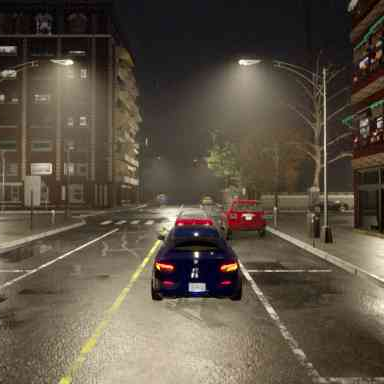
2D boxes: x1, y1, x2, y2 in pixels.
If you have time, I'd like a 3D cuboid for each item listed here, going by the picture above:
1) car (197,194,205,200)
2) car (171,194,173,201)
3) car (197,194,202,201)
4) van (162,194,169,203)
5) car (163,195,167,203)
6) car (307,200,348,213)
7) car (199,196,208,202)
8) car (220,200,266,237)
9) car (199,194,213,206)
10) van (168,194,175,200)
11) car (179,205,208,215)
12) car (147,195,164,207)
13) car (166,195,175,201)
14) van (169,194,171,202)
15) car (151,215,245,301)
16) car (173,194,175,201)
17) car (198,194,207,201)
[{"bbox_3d":[2.599,1.396,94.940,2.192,1.841,5.009,1,0,0],"label":"car"},{"bbox_3d":[-5.760,1.635,72.787,1.802,1.307,4.206,1,0,0],"label":"car"},{"bbox_3d":[2.620,1.604,72.788,2.008,1.369,4.403,1,0,0],"label":"car"},{"bbox_3d":[-5.743,1.383,61.709,1.690,1.788,3.998,1,0,0],"label":"van"},{"bbox_3d":[-5.741,1.619,56.170,1.802,1.307,4.206,1,0,0],"label":"car"},{"bbox_3d":[15.170,1.609,37.191,4.313,1.339,1.947,0,-1,0],"label":"car"},{"bbox_3d":[2.613,1.626,78.327,1.947,1.339,4.313,1,0,0],"label":"car"},{"bbox_3d":[2.687,1.323,18.144,2.192,1.841,5.009,1,0,0],"label":"car"},{"bbox_3d":[2.639,1.563,56.344,1.752,1.417,4.829,1,0,0],"label":"car"},{"bbox_3d":[-5.782,1.422,94.941,1.690,1.788,3.998,1,0,0],"label":"van"},{"bbox_3d":[0.080,1.609,17.954,1.895,1.301,4.718,0,0,0],"label":"car"},{"bbox_3d":[-5.735,1.614,50.633,1.802,1.307,4.206,1,0,0],"label":"car"},{"bbox_3d":[-5.779,1.624,89.403,2.008,1.369,4.403,1,0,0],"label":"car"},{"bbox_3d":[-5.750,1.389,67.248,1.690,1.788,3.998,1,0,0],"label":"van"},{"bbox_3d":[0.092,1.529,8.211,1.812,1.442,4.674,0,0,0],"label":"car"},{"bbox_3d":[-5.766,1.611,78.325,2.008,1.369,4.403,1,0,0],"label":"car"},{"bbox_3d":[2.611,1.382,83.865,2.192,1.841,5.009,1,0,0],"label":"car"}]
